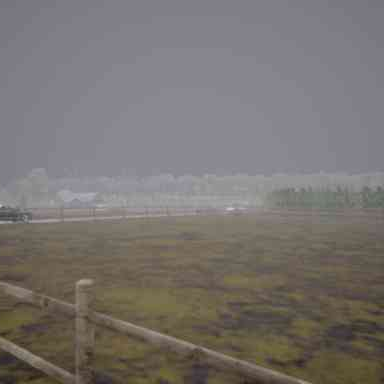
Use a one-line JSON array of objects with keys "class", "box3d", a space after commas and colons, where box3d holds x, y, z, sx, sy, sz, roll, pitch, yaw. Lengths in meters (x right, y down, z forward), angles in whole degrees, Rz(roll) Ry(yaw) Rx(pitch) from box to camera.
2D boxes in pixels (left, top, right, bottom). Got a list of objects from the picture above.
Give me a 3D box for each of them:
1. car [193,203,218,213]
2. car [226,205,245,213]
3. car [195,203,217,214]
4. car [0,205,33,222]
[{"class": "car", "box3d": [2.394, 2.785, 58.270, 2.097, 1.767, 4.553, -3, -3, 36]}, {"class": "car", "box3d": [8.023, 3.051, 61.363, 1.812, 1.442, 4.674, -3, -4, 36]}, {"class": "car", "box3d": [2.292, 2.761, 53.320, 1.994, 1.385, 4.181, -3, -3, 36]}, {"class": "car", "box3d": [-15.982, 1.891, 28.077, 1.837, 1.490, 4.892, -3, -3, 36]}]
